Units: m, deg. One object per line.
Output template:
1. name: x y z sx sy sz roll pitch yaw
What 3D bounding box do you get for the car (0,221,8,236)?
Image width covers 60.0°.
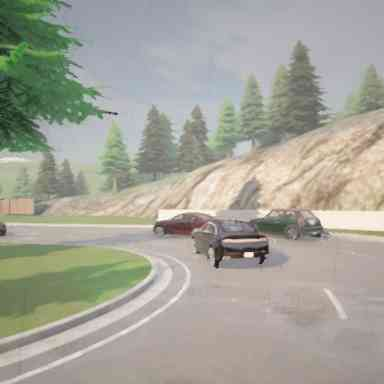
1. car: -15.222 2.473 23.722 4.181 1.385 1.994 -2 -2 24

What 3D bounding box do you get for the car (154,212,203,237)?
1. car: -0.229 2.015 20.617 5.008 1.535 1.882 -2 -3 40

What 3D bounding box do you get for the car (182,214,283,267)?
1. car: 1.227 1.799 12.686 2.128 1.511 4.902 0 -2 -12

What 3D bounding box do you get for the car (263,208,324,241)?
1. car: 5.312 1.755 19.588 2.097 1.767 4.553 0 -2 -32
